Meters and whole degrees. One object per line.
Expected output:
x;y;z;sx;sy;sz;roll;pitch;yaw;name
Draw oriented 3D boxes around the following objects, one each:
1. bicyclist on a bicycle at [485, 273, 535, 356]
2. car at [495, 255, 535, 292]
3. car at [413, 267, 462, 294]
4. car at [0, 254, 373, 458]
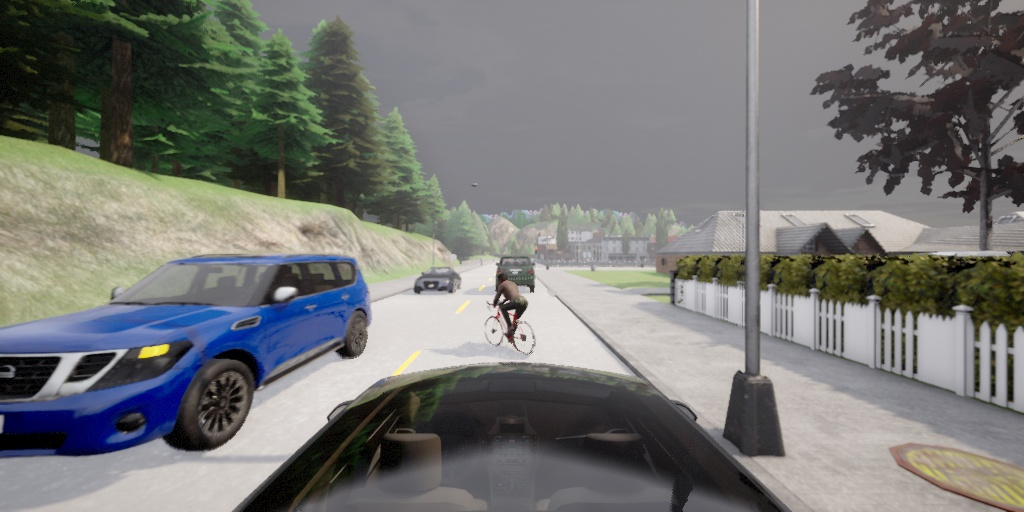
-0.088;1.197;7.566;0.582;1.620;1.656;0;0;-41;bicyclist on a bicycle
0.193;0.964;21.175;2.150;2.045;5.566;0;0;0;car
-3.994;1.305;19.840;1.994;1.385;4.181;0;0;1;car
-4.088;0.973;5.548;2.150;2.045;5.566;0;0;0;car
